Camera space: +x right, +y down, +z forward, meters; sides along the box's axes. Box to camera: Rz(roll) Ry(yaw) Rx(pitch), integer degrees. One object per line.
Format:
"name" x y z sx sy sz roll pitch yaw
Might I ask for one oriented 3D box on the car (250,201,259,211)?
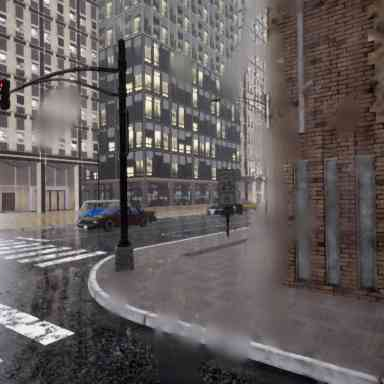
"car" 6.752 1.689 41.430 1.752 1.417 4.829 -2 -1 36

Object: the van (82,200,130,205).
"van" -6.070 1.460 23.512 1.690 1.788 3.998 -2 -1 36

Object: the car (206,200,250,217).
"car" 3.246 1.585 32.073 2.128 1.511 4.902 -1 -1 36

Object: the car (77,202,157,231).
"car" -4.551 1.614 21.177 2.033 1.411 5.357 -1 -1 36
